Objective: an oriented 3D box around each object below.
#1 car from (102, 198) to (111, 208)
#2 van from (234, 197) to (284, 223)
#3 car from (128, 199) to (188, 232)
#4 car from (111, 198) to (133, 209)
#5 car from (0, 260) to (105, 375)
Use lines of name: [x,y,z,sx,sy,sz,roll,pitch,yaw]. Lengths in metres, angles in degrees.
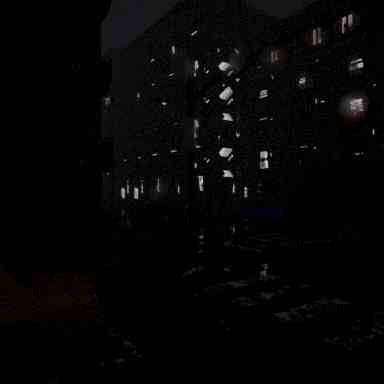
car: [-11.737,1.463,47.827,1.887,1.381,4.507,-1,0,-36]
van: [4.913,1.280,24.934,1.690,1.788,3.998,0,0,-36]
car: [-1.876,1.441,20.020,1.967,1.590,4.097,0,0,-36]
car: [-8.407,1.463,43.249,1.887,1.381,4.507,-1,0,-36]
car: [-3.568,1.525,4.020,4.829,1.417,1.752,0,0,-36]
